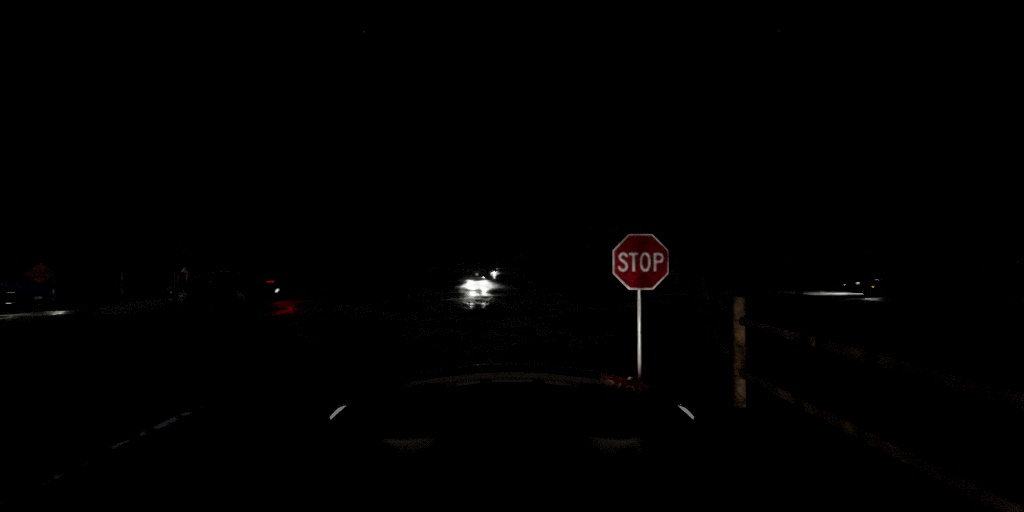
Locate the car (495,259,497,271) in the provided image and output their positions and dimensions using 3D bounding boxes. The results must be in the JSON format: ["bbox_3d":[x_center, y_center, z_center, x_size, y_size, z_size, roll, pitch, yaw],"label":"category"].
[{"bbox_3d":[-3.175,1.397,49.801,1.895,1.301,4.718,0,0,-2],"label":"car"}]

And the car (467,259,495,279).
[{"bbox_3d":[-2.930,1.264,32.241,2.128,1.511,4.902,0,0,0],"label":"car"}]

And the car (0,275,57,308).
[{"bbox_3d":[-21.458,1.428,14.324,5.008,1.535,1.882,-1,-1,-1],"label":"car"}]

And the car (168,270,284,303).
[{"bbox_3d":[-13.736,1.430,17.331,4.892,1.490,1.837,-1,-2,1],"label":"car"}]

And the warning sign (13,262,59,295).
[{"bbox_3d":[-25.830,1.232,19.555,1.060,1.860,1.300,0,0,-1],"label":"warning sign"}]

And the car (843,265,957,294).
[{"bbox_3d":[19.115,1.142,17.781,4.181,1.385,1.994,-1,-1,-1],"label":"car"}]
